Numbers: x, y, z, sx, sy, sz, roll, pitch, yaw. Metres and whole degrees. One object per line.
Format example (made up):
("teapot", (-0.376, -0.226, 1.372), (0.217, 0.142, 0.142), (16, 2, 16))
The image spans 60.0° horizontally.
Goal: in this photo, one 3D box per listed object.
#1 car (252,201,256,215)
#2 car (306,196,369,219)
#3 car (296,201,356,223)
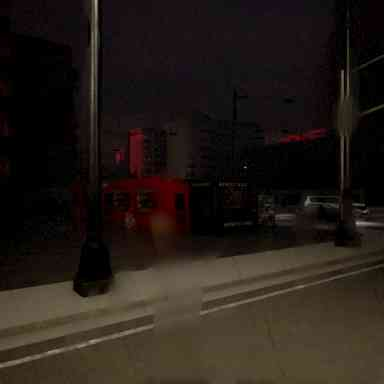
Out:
("car", (5.385, 1.685, 34.184), (1.882, 1.535, 5.008), (0, -1, -36))
("car", (12.785, 1.338, 29.932), (2.150, 2.045, 5.566), (0, -1, -36))
("car", (10.565, 1.667, 27.023), (1.994, 1.385, 4.181), (0, -1, -36))
